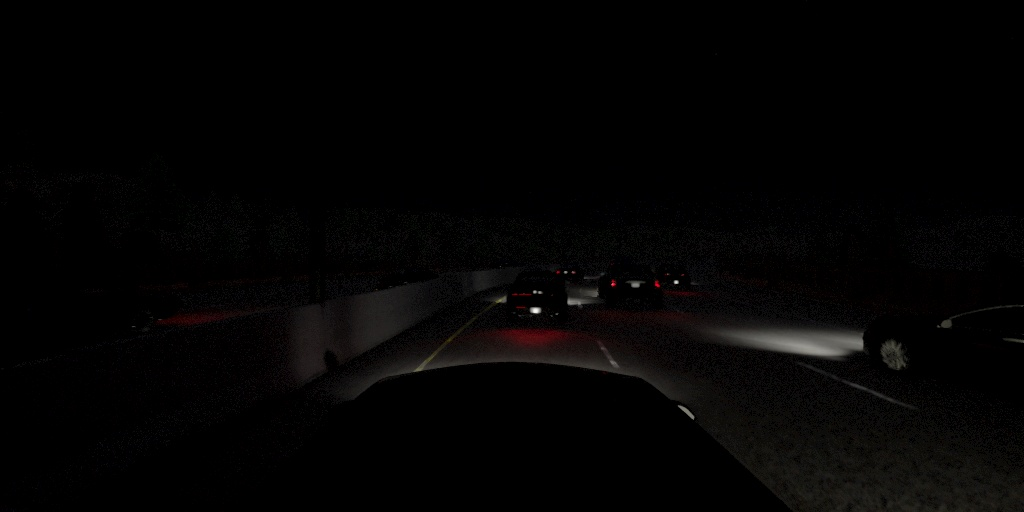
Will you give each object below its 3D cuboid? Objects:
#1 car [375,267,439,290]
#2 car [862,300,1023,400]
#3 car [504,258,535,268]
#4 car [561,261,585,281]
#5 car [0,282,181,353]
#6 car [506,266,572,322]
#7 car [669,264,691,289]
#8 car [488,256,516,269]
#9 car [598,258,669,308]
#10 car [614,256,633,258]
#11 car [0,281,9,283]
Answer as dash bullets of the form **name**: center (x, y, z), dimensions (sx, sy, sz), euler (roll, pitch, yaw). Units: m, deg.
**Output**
- **car**: center (-5.324, 1.292, 18.806), dimensions (1.994, 1.385, 4.181), euler (0, 0, 11)
- **car**: center (7.276, 1.282, 4.509), dimensions (1.837, 1.490, 4.892), euler (0, 0, 2)
- **car**: center (1.468, 1.351, 48.946), dimensions (2.033, 1.411, 5.357), euler (0, 0, 28)
- **car**: center (4.971, 1.307, 30.229), dimensions (2.033, 1.411, 5.357), euler (0, 0, 19)
- **car**: center (-10.261, 1.308, 7.701), dimensions (1.895, 1.301, 4.718), euler (0, 0, 4)
- **car**: center (0.936, 1.251, 12.309), dimensions (1.837, 1.490, 4.892), euler (0, 0, 7)
- **car**: center (10.186, 1.267, 23.198), dimensions (1.837, 1.490, 4.892), euler (0, 0, 15)
- **car**: center (-1.176, 1.034, 51.343), dimensions (2.150, 2.045, 5.566), euler (0, -1, 29)
- **car**: center (4.934, 1.107, 15.442), dimensions (2.097, 1.767, 4.553), euler (0, 0, 9)
- **car**: center (12.057, 1.001, 38.462), dimensions (2.150, 2.045, 5.566), euler (0, 0, 25)
- **car**: center (-13.661, 1.259, 8.565), dimensions (1.994, 1.385, 4.181), euler (0, 0, 5)
